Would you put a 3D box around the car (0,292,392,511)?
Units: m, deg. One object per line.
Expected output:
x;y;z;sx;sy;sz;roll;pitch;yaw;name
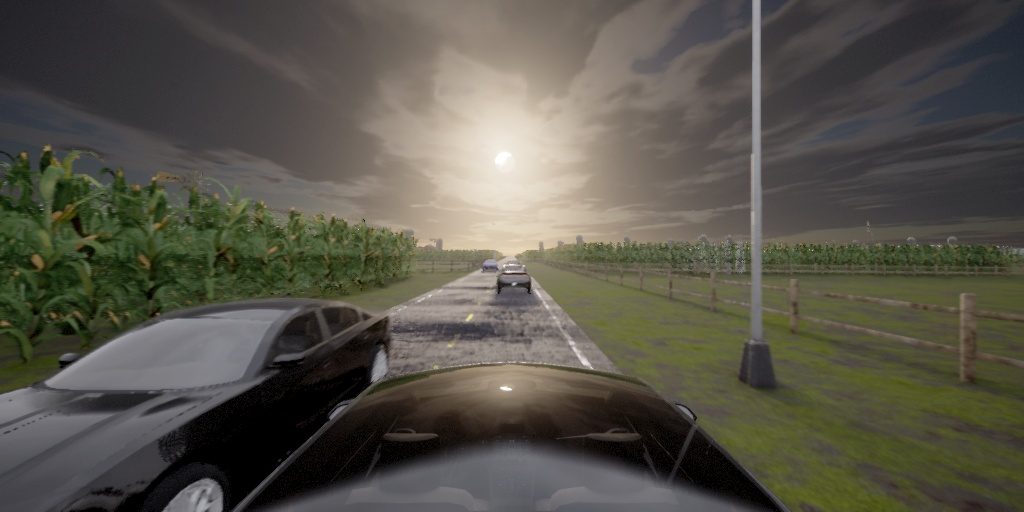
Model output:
-2.852;1.226;3.745;1.882;1.535;5.008;0;0;0;car

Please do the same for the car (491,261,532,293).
0.116;1.236;20.679;2.128;1.511;4.902;0;0;0;car

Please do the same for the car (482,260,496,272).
-2.779;1.202;46.541;1.882;1.535;5.008;0;0;0;car
